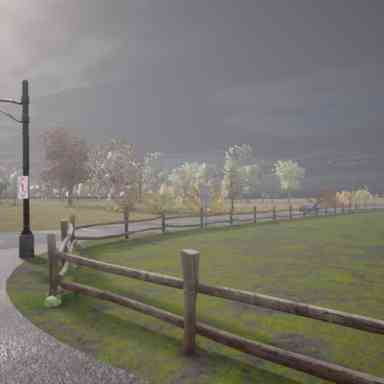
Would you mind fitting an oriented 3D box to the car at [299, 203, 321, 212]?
[{"bbox_3d":[18.823,2.448,53.022,2.033,1.411,5.357,-1,-2,40],"label":"car"}]
